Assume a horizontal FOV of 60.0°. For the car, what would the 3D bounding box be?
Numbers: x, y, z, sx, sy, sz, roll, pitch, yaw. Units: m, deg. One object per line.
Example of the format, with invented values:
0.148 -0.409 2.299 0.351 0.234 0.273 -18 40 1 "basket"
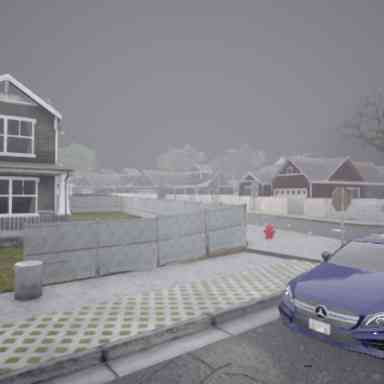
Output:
3.492 1.516 5.876 4.674 1.442 1.812 0 0 -39 "car"
